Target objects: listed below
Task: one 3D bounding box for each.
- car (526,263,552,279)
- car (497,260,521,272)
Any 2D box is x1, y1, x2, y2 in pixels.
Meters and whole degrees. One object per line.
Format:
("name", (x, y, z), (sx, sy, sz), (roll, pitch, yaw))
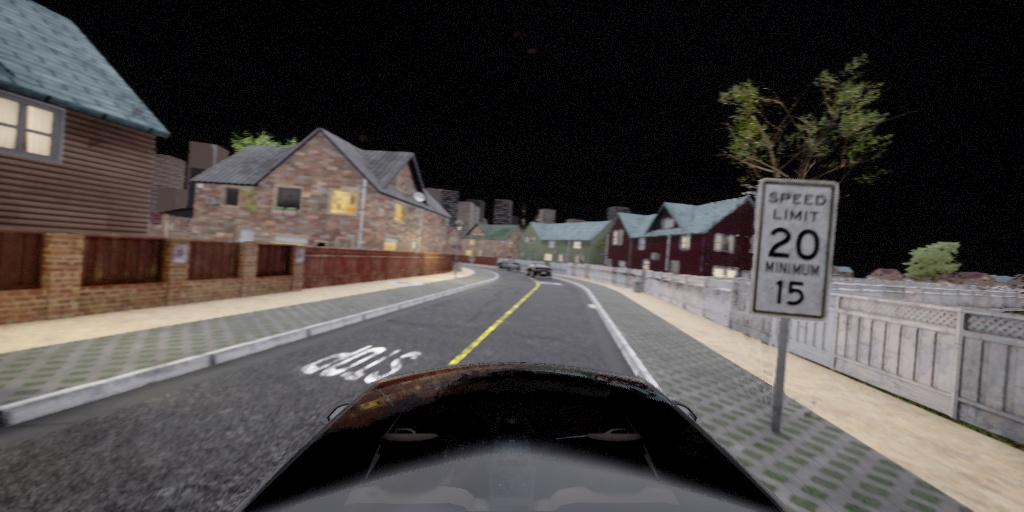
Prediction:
("car", (2.722, 1.454, 37.155), (1.882, 1.535, 5.008), (5, 0, -9))
("car", (-0.479, 1.266, 48.202), (2.128, 1.511, 4.902), (5, 0, -24))
